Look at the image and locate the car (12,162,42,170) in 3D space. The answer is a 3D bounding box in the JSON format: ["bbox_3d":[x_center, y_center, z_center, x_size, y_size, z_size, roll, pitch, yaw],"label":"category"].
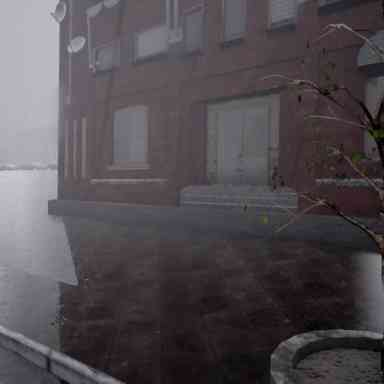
[{"bbox_3d":[-21.809,-3.370,45.862,4.892,1.521,2.231,1,1,27],"label":"car"}]

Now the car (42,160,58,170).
[{"bbox_3d":[-16.727,-3.373,43.422,4.553,1.767,2.185,1,1,26],"label":"car"}]

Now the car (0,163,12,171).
[{"bbox_3d":[-26.642,-3.433,48.318,4.674,1.452,2.002,1,1,28],"label":"car"}]
